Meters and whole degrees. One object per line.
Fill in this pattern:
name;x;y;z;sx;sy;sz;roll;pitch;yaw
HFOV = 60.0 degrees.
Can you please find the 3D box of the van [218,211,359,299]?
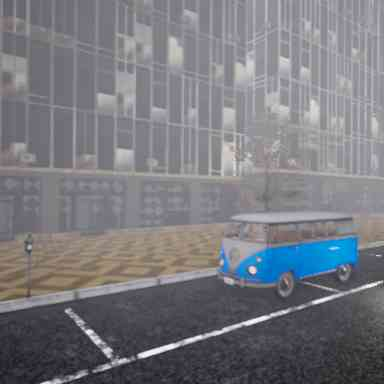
van;2.511;1.403;8.352;3.998;1.788;1.690;1;0;-36
